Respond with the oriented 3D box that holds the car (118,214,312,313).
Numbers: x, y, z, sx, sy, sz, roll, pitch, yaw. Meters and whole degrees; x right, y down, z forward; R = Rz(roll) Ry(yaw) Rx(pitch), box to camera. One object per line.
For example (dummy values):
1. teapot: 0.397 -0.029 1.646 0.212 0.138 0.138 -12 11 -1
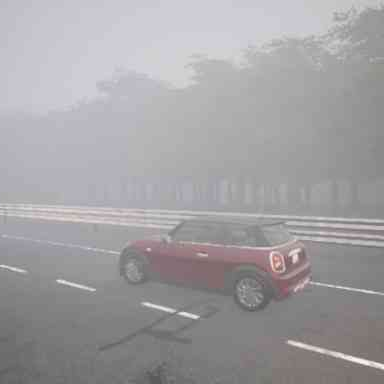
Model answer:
1. car: 0.346 1.352 7.922 4.553 1.767 2.097 0 0 36
